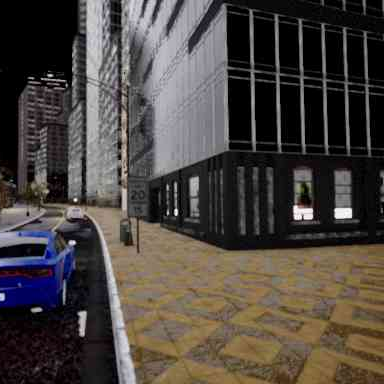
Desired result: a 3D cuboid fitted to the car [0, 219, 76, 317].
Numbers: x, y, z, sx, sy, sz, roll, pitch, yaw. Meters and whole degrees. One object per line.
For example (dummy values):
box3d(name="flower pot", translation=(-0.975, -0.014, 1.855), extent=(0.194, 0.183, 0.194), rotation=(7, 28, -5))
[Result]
box3d(name="car", translation=(-3.865, 1.641, 7.830), extent=(1.882, 1.535, 5.008), rotation=(0, -1, -16))

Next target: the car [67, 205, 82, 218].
box3d(name="car", translation=(-16.618, 2.696, 46.938), extent=(1.882, 1.535, 5.008), rotation=(0, -1, -21))

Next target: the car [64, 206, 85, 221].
box3d(name="car", translation=(-13.135, 2.488, 37.372), extent=(1.812, 1.442, 4.674), rotation=(0, -1, -19))
